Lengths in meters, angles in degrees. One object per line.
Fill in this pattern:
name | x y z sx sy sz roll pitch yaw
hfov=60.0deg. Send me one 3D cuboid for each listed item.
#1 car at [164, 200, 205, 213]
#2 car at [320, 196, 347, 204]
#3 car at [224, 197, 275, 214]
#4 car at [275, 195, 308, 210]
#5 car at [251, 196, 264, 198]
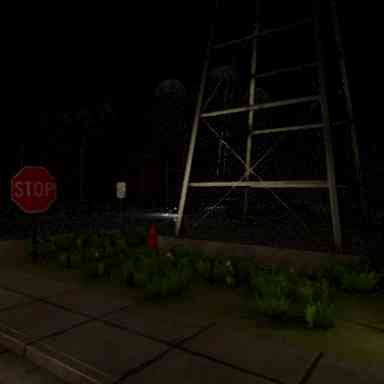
car | -0.685 1.535 36.080 2.033 1.411 5.357 0 0 35
car | 25.966 1.479 61.054 4.611 1.667 2.242 0 0 35
car | 4.904 1.500 29.796 4.193 1.474 1.816 0 0 35
car | 12.139 1.308 41.186 3.866 1.878 1.905 0 0 35
car | 9.753 1.406 51.091 2.097 1.767 4.553 0 0 35
